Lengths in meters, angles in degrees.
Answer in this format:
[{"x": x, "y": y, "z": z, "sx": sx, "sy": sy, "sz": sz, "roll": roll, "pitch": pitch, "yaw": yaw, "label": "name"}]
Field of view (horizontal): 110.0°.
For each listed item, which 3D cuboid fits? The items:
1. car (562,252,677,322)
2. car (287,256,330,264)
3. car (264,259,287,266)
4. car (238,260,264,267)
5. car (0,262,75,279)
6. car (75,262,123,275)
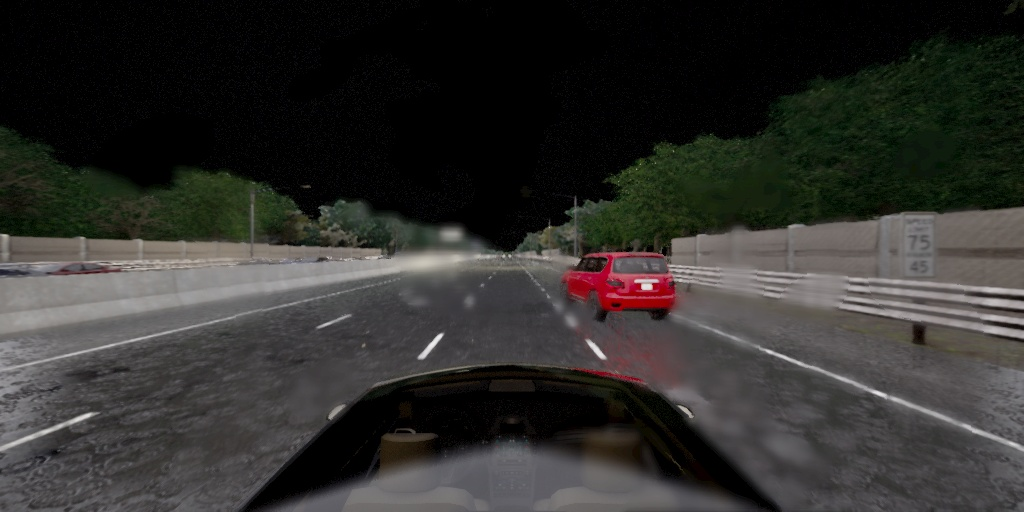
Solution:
[{"x": 3.300, "y": 0.903, "z": 12.164, "sx": 2.150, "sy": 2.045, "sz": 5.566, "roll": 0, "pitch": 0, "yaw": -6, "label": "car"}, {"x": -21.101, "y": 0.834, "z": 37.989, "sx": 2.097, "sy": 1.767, "sz": 4.553, "roll": 0, "pitch": 1, "yaw": 0, "label": "car"}, {"x": -24.589, "y": 1.029, "z": 40.125, "sx": 2.033, "sy": 1.411, "sz": 5.357, "roll": 0, "pitch": 0, "yaw": 0, "label": "car"}, {"x": -28.089, "y": 1.071, "z": 39.972, "sx": 1.895, "sy": 1.301, "sz": 4.718, "roll": 0, "pitch": 0, "yaw": 0, "label": "car"}, {"x": -21.097, "y": 1.150, "z": 13.869, "sx": 2.128, "sy": 1.511, "sz": 4.902, "roll": 0, "pitch": 0, "yaw": 0, "label": "car"}, {"x": -24.601, "y": 1.093, "z": 19.692, "sx": 1.882, "sy": 1.535, "sz": 5.008, "roll": 0, "pitch": 0, "yaw": 0, "label": "car"}]
